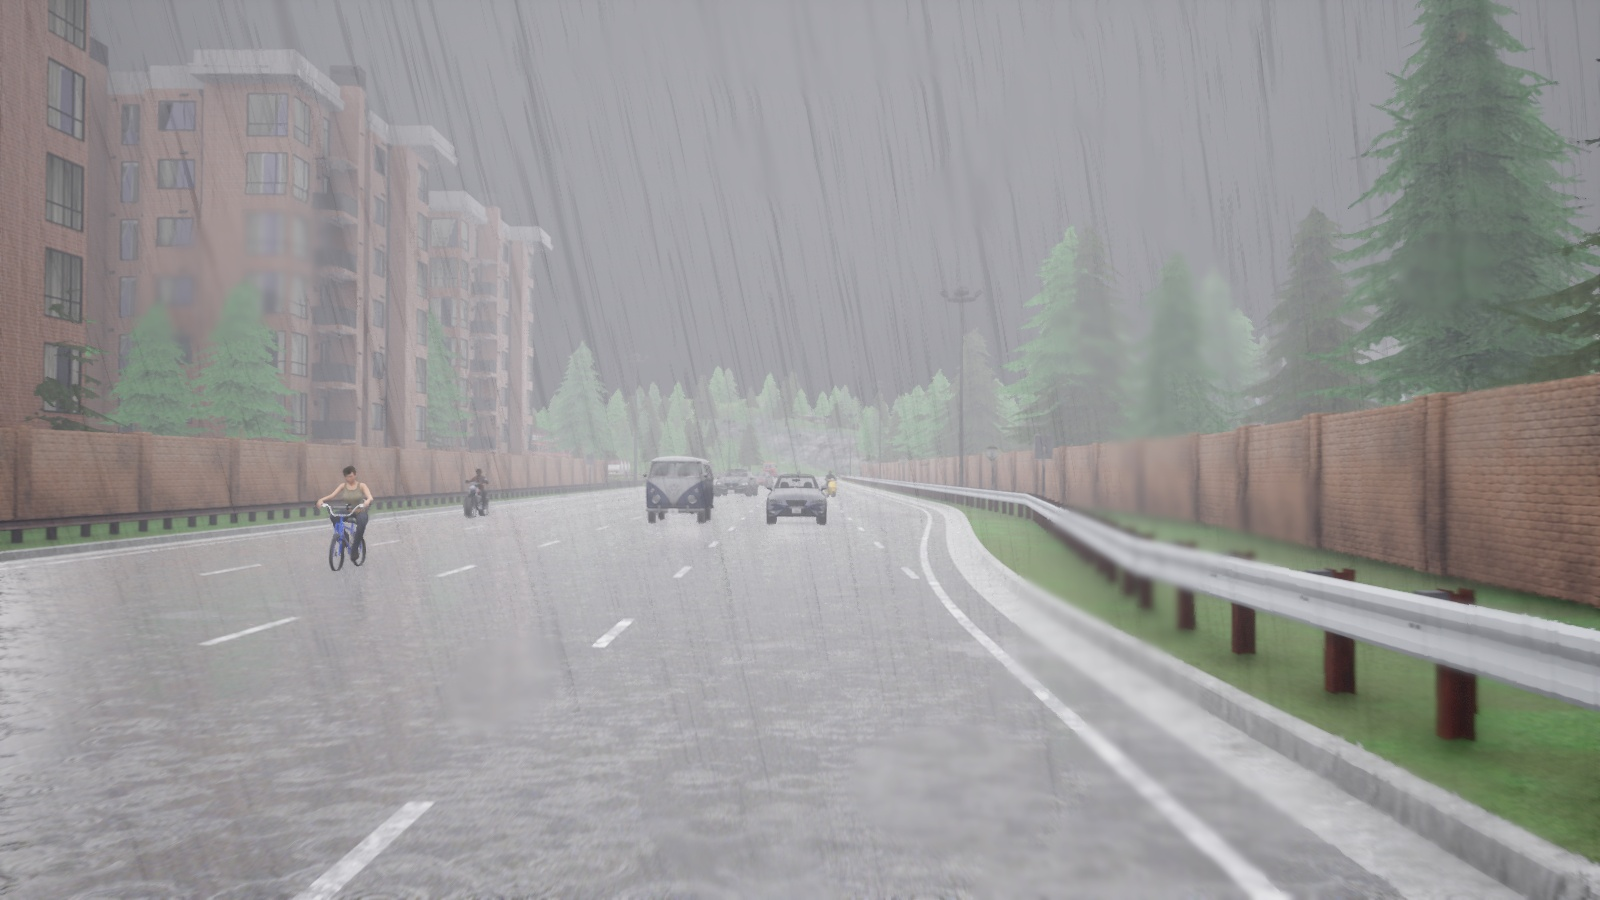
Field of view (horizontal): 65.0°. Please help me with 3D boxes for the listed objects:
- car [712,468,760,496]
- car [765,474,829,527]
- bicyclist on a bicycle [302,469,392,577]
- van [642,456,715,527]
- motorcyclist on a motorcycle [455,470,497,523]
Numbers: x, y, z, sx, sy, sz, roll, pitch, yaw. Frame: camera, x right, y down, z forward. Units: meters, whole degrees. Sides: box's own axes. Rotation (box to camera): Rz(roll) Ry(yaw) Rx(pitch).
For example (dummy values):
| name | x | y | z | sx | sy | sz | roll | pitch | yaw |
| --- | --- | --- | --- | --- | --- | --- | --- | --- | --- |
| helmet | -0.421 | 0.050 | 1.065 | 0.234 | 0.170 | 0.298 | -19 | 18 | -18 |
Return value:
| name | x | y | z | sx | sy | sz | roll | pitch | yaw |
| --- | --- | --- | --- | --- | --- | --- | --- | --- | --- |
| car | -3.888 | 1.971 | 77.365 | 2.242 | 1.667 | 4.611 | 0 | -1 | 6 |
| car | -0.091 | 1.455 | 37.435 | 1.816 | 1.474 | 4.193 | 0 | -1 | 0 |
| bicyclist on a bicycle | -7.044 | 1.108 | 19.606 | 0.866 | 1.612 | 1.509 | 0 | -1 | 0 |
| van | -3.593 | 1.216 | 37.871 | 1.775 | 1.987 | 4.442 | 0 | -1 | 0 |
| motorcyclist on a motorcycle | -10.600 | 1.497 | 41.163 | 0.766 | 1.649 | 2.350 | 0 | -1 | 0 |
